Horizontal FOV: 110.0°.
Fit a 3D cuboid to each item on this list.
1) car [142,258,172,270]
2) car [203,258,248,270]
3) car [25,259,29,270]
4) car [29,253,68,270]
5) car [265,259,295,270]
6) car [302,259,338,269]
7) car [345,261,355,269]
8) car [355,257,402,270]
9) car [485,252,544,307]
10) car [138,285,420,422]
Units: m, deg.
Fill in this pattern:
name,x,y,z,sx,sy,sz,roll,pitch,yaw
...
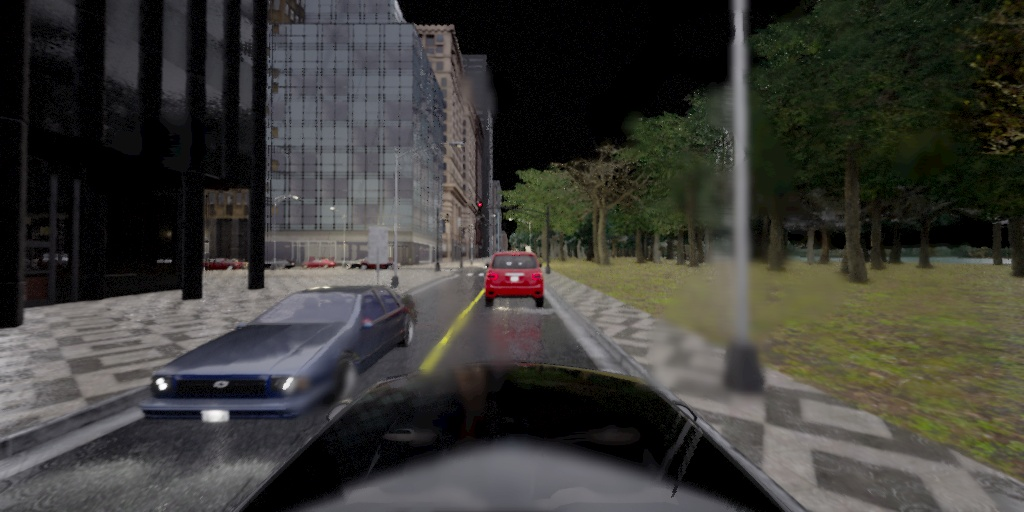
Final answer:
name,x,y,z,sx,sy,sz,roll,pitch,yaw
car,-35.294,0.858,37.153,4.829,1.417,1.751,0,0,0
car,-29.977,0.874,37.161,4.507,1.381,1.888,0,0,0
car,-51.928,0.922,37.127,4.207,1.307,1.802,0,0,0
car,-46.440,0.778,37.136,4.097,1.591,1.967,0,0,0
car,-29.985,1.031,45.685,4.313,1.339,1.948,0,0,0
car,-24.498,1.044,45.693,4.207,1.307,1.802,0,0,0
car,-19.011,1.024,45.702,4.313,1.339,1.948,0,0,0
car,-13.546,0.758,37.186,4.097,1.591,1.967,0,0,-1
car,0.091,0.840,14.807,2.150,2.045,5.566,0,1,0
car,-3.102,1.250,6.388,2.033,1.411,5.357,0,1,0
